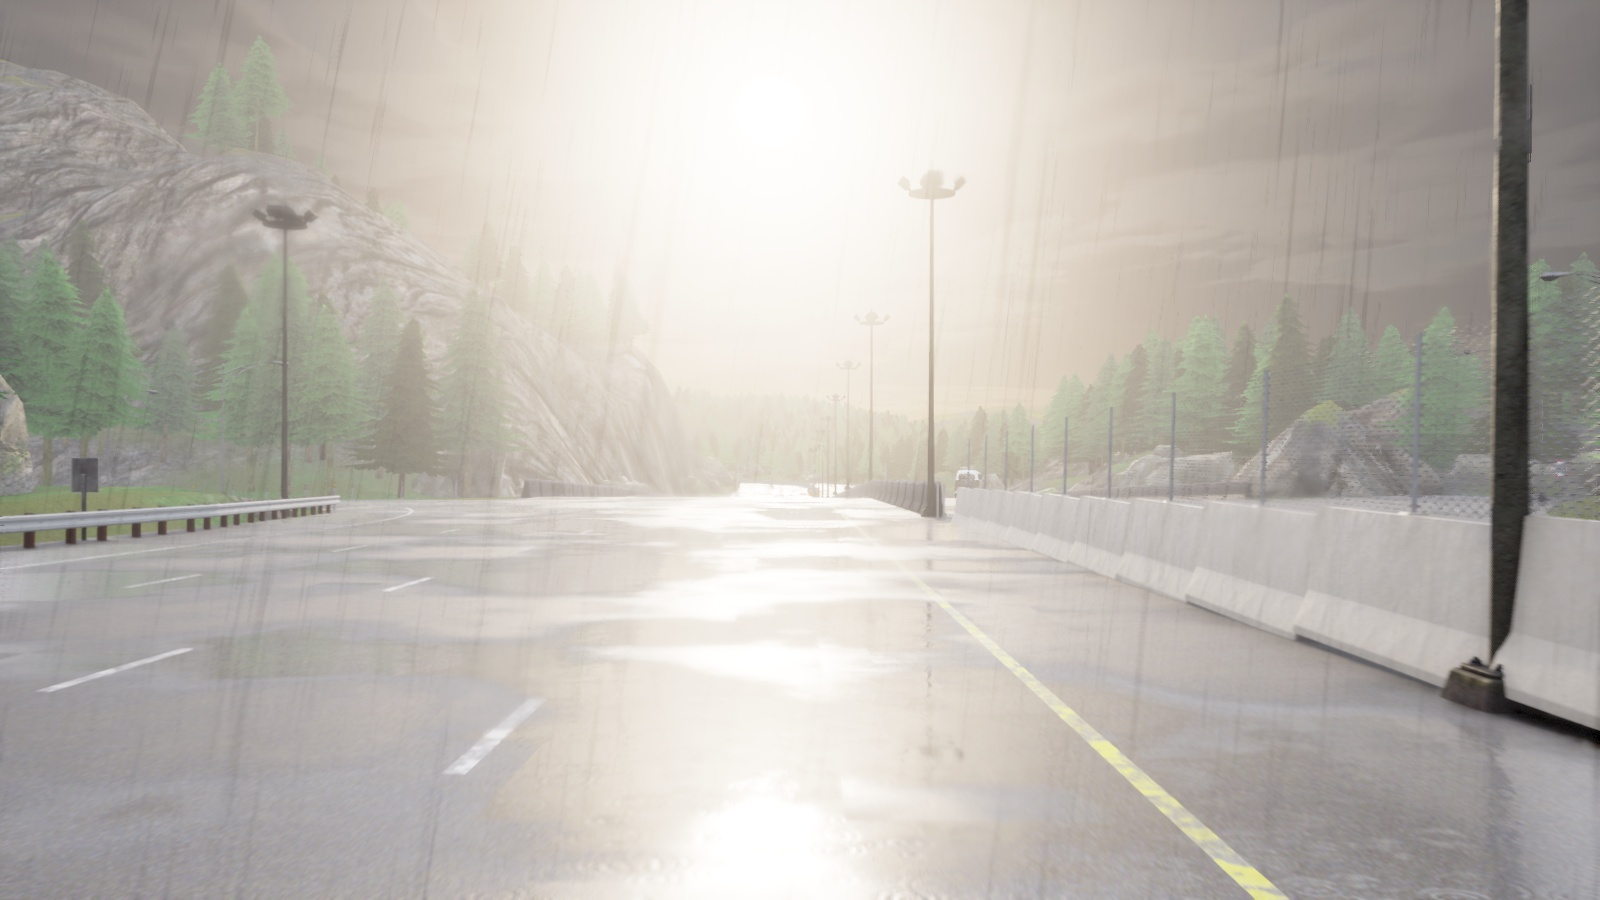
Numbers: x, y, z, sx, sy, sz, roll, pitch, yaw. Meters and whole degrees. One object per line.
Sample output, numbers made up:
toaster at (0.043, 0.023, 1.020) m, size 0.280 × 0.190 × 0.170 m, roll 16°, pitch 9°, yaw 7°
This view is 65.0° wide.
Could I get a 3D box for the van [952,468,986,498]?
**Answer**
van at (12.238, 2.416, 90.568) m, size 2.069 × 2.038 × 4.480 m, roll -1°, pitch -3°, yaw 12°
